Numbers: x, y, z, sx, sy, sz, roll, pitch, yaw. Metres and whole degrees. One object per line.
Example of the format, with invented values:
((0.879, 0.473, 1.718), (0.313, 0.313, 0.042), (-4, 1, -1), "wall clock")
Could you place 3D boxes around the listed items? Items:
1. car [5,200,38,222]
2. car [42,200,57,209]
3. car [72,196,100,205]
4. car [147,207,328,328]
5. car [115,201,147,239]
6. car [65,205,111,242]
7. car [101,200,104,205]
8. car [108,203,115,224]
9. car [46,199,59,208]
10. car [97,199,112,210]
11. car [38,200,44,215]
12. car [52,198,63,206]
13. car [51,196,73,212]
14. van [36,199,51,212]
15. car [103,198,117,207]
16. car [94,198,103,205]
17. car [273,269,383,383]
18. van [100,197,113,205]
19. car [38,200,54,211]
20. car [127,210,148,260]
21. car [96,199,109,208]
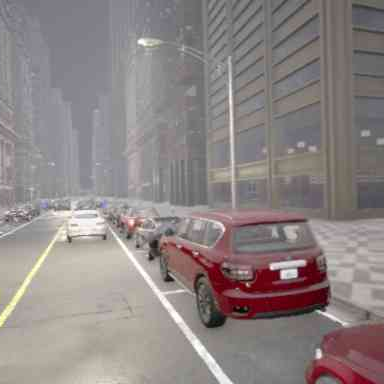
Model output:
((-16.042, 1.833, 31.084), (1.967, 1.590, 4.097), (-2, 0, -18), "car")
((-24.645, 2.126, 57.740), (1.887, 1.381, 4.507), (-2, 0, -18), "car")
((-10.928, 1.587, 34.271), (2.097, 1.767, 4.553), (-2, 0, -18), "car")
((0.666, 1.276, 7.060), (2.192, 1.841, 5.009), (-2, 0, -18), "car")
((-2.773, 1.476, 17.722), (1.967, 1.590, 4.097), (-2, 0, -18), "car")
((-5.475, 1.641, 17.350), (1.812, 1.442, 4.674), (-2, 0, -18), "car")
((-7.931, 1.730, 33.715), (1.802, 1.307, 4.206), (-2, 0, -18), "car")
((-4.490, 1.639, 23.053), (1.947, 1.339, 4.313), (-2, 0, -18), "car")
((-26.315, 2.143, 62.909), (1.752, 1.417, 4.829), (-2, 0, -18), "car")
((-13.096, 1.805, 49.706), (1.887, 1.381, 4.507), (-2, 0, -18), "car")
((-17.760, 1.976, 36.415), (1.887, 1.381, 4.507), (-2, 0, -18), "car")
((-29.812, 2.135, 73.733), (1.967, 1.590, 4.097), (-2, 0, -18), "car")
((-18.300, 1.772, 47.066), (2.097, 1.767, 4.553), (-2, 0, -18), "car")
((-21.209, 1.847, 47.078), (1.690, 1.788, 3.998), (-2, 0, -18), "van")
((-6.215, 1.551, 28.383), (1.967, 1.590, 4.097), (-2, 0, -18), "car")
((-19.979, 1.993, 71.030), (1.802, 1.307, 4.206), (-2, 0, -18), "car")
((2.395, 1.506, 1.731), (1.802, 1.307, 4.206), (-2, 0, -18), "car")
((-9.660, 1.527, 39.044), (1.690, 1.788, 3.998), (-2, 0, -18), "van")
((-22.924, 2.088, 52.409), (1.887, 1.381, 4.507), (-2, 0, -18), "car")
((-1.047, 1.564, 12.392), (1.947, 1.339, 4.313), (-2, 0, -18), "car")
((-14.817, 1.843, 55.038), (1.887, 1.381, 4.507), (-2, 0, -18), "car")
